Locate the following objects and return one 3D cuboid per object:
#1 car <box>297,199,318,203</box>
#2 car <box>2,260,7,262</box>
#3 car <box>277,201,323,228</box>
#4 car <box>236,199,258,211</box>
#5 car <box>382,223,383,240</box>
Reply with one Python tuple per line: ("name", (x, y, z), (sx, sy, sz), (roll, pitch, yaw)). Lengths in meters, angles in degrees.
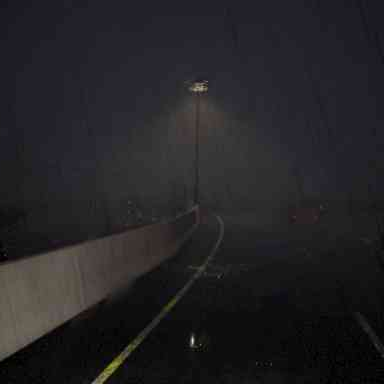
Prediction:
("car", (10.970, 1.499, 32.421), (2.097, 1.767, 4.553), (1, 0, 0))
("car", (-6.114, 1.451, 6.177), (2.033, 1.411, 5.357), (1, 0, 15))
("car", (7.368, 1.645, 23.498), (2.033, 1.411, 5.357), (1, 0, 4))
("car", (6.884, 1.605, 41.441), (1.812, 1.442, 4.674), (1, 0, -6))
("car", (9.840, 1.619, 14.043), (1.882, 1.535, 5.008), (1, 0, 9))
